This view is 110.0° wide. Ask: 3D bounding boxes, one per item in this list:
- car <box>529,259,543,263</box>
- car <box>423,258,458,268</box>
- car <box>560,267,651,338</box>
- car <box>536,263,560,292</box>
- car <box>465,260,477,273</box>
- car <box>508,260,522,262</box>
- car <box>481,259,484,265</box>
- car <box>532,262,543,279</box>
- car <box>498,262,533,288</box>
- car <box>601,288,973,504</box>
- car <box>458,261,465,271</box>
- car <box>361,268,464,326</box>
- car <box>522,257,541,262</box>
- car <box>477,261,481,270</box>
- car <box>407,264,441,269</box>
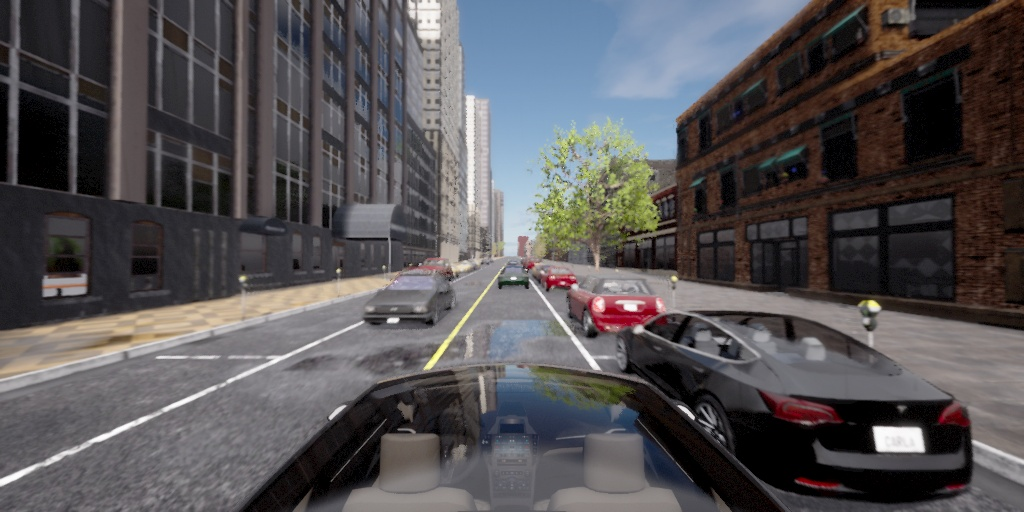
[{"bbox_3d":[2.691,1.275,32.484,1.751,1.417,4.829,0,0,0],"label":"car"},{"bbox_3d":[-5.690,1.066,26.766,2.192,1.841,5.009,0,0,0],"label":"car"},{"bbox_3d":[2.691,1.192,10.128,1.967,1.591,4.097,0,0,0],"label":"car"},{"bbox_3d":[2.691,1.298,21.222,1.888,1.381,4.507,0,0,0],"label":"car"},{"bbox_3d":[-5.691,1.270,43.233,1.751,1.417,4.829,0,0,0],"label":"car"},{"bbox_3d":[0.098,1.269,46.185,1.812,1.442,4.674,0,0,0],"label":"car"},{"bbox_3d":[-5.691,1.263,54.326,1.751,1.417,4.829,0,0,0],"label":"car"},{"bbox_3d":[2.691,1.334,26.768,1.802,1.307,4.207,0,0,0],"label":"car"},{"bbox_3d":[0.099,1.316,23.755,1.994,1.385,4.181,0,0,0],"label":"car"},{"bbox_3d":[2.691,1.317,4.582,1.948,1.339,4.313,0,0,0],"label":"car"},{"bbox_3d":[-5.690,1.275,32.141,1.751,1.417,4.829,0,0,0],"label":"car"},{"bbox_3d":[-3.091,1.300,11.994,2.033,1.411,5.357,0,0,0],"label":"car"},{"bbox_3d":[2.690,1.060,43.406,2.192,1.841,5.009,0,0,0],"label":"car"},{"bbox_3d":[-5.691,1.307,48.951,1.948,1.339,4.313,0,0,0],"label":"car"},{"bbox_3d":[-5.690,1.334,21.220,1.802,1.307,4.207,0,0,0],"label":"car"}]
